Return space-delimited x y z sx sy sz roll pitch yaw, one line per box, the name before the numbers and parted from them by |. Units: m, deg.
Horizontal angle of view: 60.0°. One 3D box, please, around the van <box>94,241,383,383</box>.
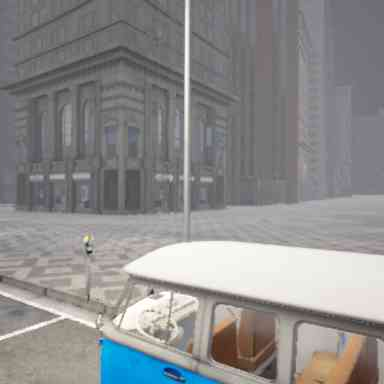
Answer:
van | 1.056 1.344 2.241 3.998 1.788 1.690 0 1 36
